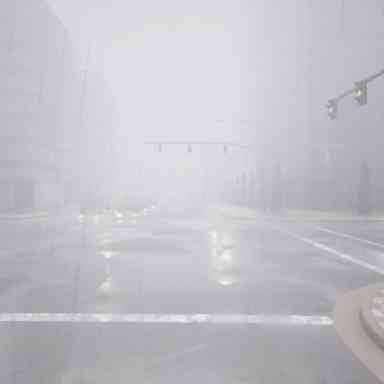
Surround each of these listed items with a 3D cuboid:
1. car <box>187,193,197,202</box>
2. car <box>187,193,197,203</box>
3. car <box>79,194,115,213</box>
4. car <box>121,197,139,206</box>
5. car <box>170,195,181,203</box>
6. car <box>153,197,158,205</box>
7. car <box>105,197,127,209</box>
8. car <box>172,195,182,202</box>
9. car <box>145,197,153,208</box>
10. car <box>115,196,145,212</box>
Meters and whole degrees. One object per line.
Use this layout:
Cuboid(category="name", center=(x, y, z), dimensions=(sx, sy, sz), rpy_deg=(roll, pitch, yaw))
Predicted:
Cuboid(category="car", center=(0.057, 1.180, 76.174), dimensions=(2.150, 2.045, 5.566), rpy_deg=(0, 0, 0))
Cuboid(category="car", center=(0.049, 1.529, 66.074), dimensions=(2.033, 1.411, 5.357), rpy_deg=(0, 0, 0))
Cuboid(category="car", center=(-10.572, 1.211, 36.703), dimensions=(2.150, 2.045, 5.566), rpy_deg=(0, 0, 0))
Cuboid(category="car", center=(-10.541, 1.531, 56.738), dimensions=(2.033, 1.411, 5.357), rpy_deg=(0, 0, 0))
Cuboid(category="car", center=(-3.450, 1.486, 66.646), dimensions=(1.837, 1.490, 4.892), rpy_deg=(0, 0, 0))
Cuboid(category="car", center=(-7.041, 1.548, 56.913), dimensions=(1.994, 1.385, 4.181), rpy_deg=(0, 0, 0))
Cuboid(category="car", center=(-10.563, 1.465, 46.405), dimensions=(1.882, 1.535, 5.008), rpy_deg=(0, 0, 0))
Cuboid(category="car", center=(-3.443, 1.473, 75.974), dimensions=(2.128, 1.511, 4.902), rpy_deg=(0, 0, 0))
Cuboid(category="car", center=(-7.060, 1.512, 47.033), dimensions=(1.812, 1.442, 4.674), rpy_deg=(0, 0, -1))
Cuboid(category="car", center=(-7.072, 1.341, 38.049), dimensions=(2.097, 1.767, 4.553), rpy_deg=(0, 0, 0))
